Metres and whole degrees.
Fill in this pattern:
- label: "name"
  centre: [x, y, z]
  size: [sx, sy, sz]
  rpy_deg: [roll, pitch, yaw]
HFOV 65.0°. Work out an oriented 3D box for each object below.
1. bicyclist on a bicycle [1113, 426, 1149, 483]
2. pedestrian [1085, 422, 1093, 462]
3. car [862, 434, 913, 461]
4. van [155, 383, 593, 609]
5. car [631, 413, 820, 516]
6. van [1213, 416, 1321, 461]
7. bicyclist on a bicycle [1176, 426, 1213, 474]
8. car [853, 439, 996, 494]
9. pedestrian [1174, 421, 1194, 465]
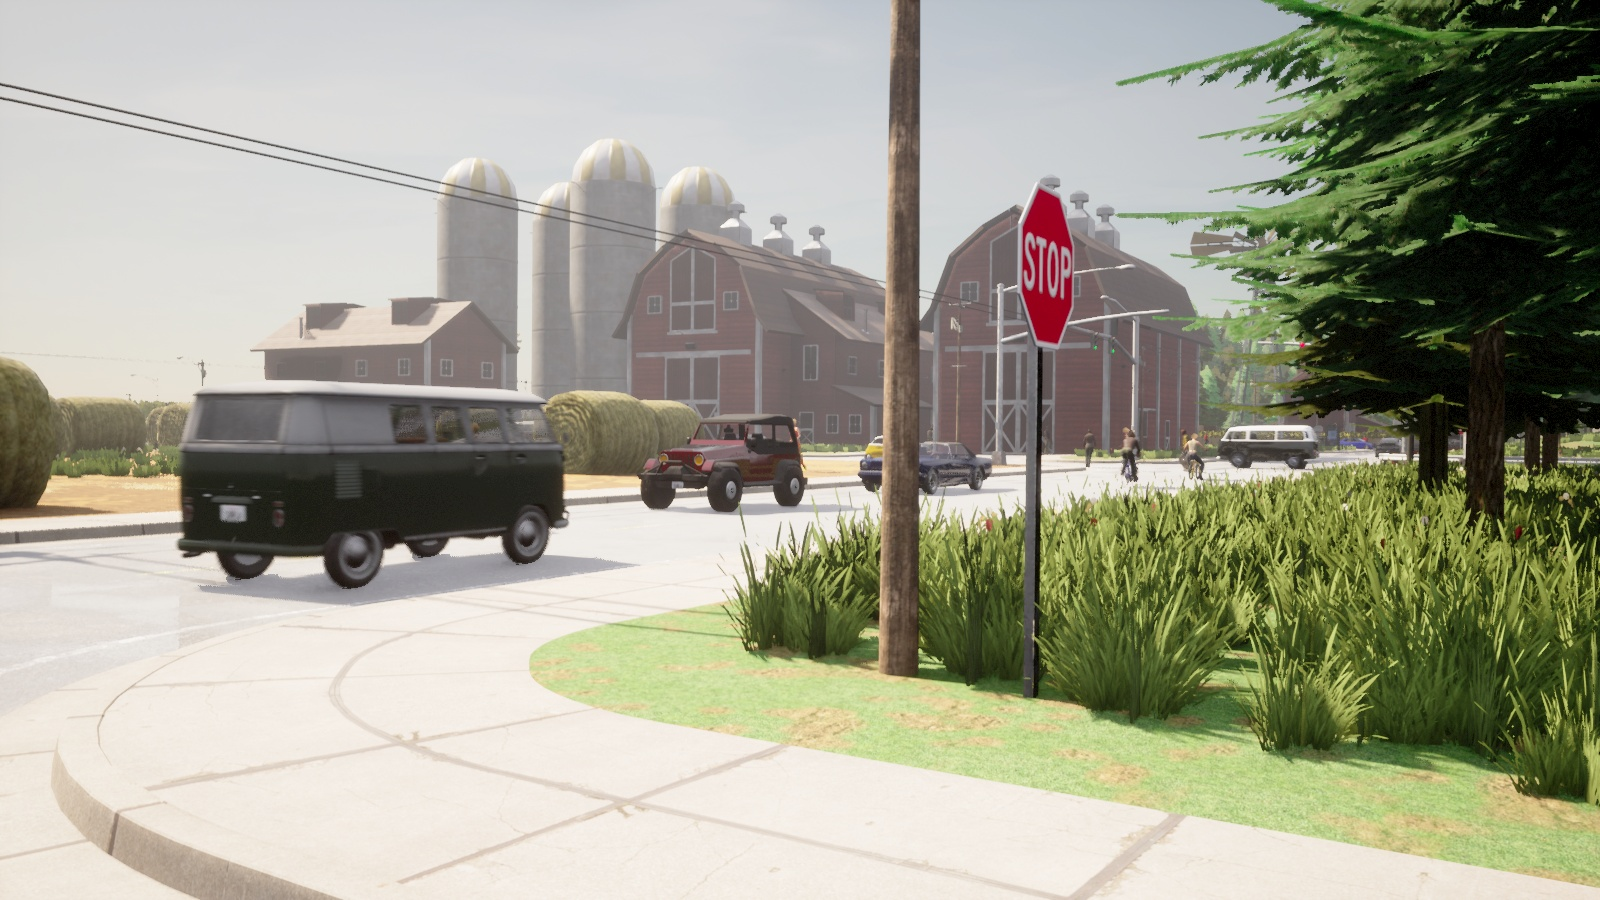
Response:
- label: "bicyclist on a bicycle"
  centre: [9.720, 0.124, 36.874]
  size: [0.582, 1.620, 1.656]
  rpy_deg: [0, 1, 31]
- label: "pedestrian"
  centre: [13.168, -0.365, 57.191]
  size: [0.328, 1.805, 0.869]
  rpy_deg: [0, 1, 15]
- label: "car"
  centre: [4.517, -0.147, 64.968]
  size: [2.207, 1.376, 1.481]
  rpy_deg: [0, 1, 30]
- label: "van"
  centre: [-4.263, 0.372, 13.387]
  size: [1.775, 1.987, 4.442]
  rpy_deg: [0, 1, 26]
- label: "car"
  centre: [-1.407, 0.228, 25.069]
  size: [1.905, 1.878, 3.866]
  rpy_deg: [0, 1, 31]
- label: "van"
  centre: [21.949, -0.529, 59.011]
  size: [4.480, 2.038, 2.069]
  rpy_deg: [0, 1, 30]
- label: "bicyclist on a bicycle"
  centre: [13.685, -0.019, 43.524]
  size: [0.866, 1.612, 1.509]
  rpy_deg: [0, 1, 31]
- label: "car"
  centre: [3.359, 0.380, 33.049]
  size: [1.895, 1.301, 4.718]
  rpy_deg: [0, 1, 31]
- label: "pedestrian"
  centre: [16.003, -0.304, 52.272]
  size: [0.726, 1.835, 0.370]
  rpy_deg: [0, 1, 30]
